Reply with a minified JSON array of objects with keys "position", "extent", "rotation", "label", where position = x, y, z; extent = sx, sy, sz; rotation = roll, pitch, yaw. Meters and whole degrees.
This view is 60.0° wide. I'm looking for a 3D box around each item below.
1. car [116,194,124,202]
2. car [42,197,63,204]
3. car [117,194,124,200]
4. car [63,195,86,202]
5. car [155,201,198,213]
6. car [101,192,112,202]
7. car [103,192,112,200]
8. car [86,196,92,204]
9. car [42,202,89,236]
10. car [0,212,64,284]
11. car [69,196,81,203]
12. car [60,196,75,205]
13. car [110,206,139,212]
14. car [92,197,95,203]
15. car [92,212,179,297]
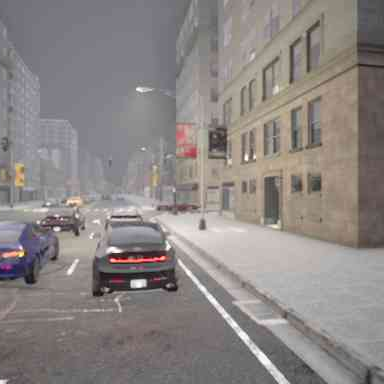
[{"position":[-16.906,1.519,78.413],"extent":[1.882,1.535,5.008],"rotation":[0,0,-12],"label":"car"},{"position":[-20.398,1.526,48.147],"extent":[2.128,1.511,4.902],"rotation":[0,0,-15],"label":"car"},{"position":[-19.136,1.416,88.592],"extent":[1.837,1.490,4.892],"rotation":[0,0,-12],"label":"car"},{"position":[-17.200,1.512,48.975],"extent":[1.882,1.535,5.008],"rotation":[0,0,-12],"label":"car"},{"position":[-1.765,1.652,37.079],"extent":[4.718,1.301,1.895],"rotation":[0,0,-12],"label":"car"},{"position":[-20.087,1.267,77.747],"extent":[2.150,2.045,5.566],"rotation":[0,0,-12],"label":"car"},{"position":[-22.318,1.142,87.925],"extent":[2.150,2.045,5.566],"rotation":[0,0,-12],"label":"car"},{"position":[-19.489,1.394,59.562],"extent":[2.097,1.767,4.553],"rotation":[0,0,-14],"label":"car"},{"position":[-6.931,1.515,18.186],"extent":[1.837,1.490,4.892],"rotation":[0,0,-12],"label":"car"},{"position":[-4.971,1.530,9.250],"extent":[1.812,1.442,4.674],"rotation":[0,0,-12],"label":"car"},{"position":[-25.724,1.638,73.103],"extent":[1.895,1.301,4.718],"rotation":[0,0,-12],"label":"car"},{"position":[-23.546,1.590,63.097],"extent":[2.033,1.411,5.357],"rotation":[0,0,-12],"label":"car"},{"position":[-3.630,1.500,17.832],"extent":[2.128,1.511,4.902],"rotation":[0,0,-12],"label":"car"},{"position":[-22.145,1.597,71.959],"extent":[1.994,1.385,4.181],"rotation":[0,0,-12],"label":"car"},{"position":[-1.538,1.509,8.744],"extent":[1.837,1.490,4.892],"rotation":[0,0,-12],"label":"car"}]
